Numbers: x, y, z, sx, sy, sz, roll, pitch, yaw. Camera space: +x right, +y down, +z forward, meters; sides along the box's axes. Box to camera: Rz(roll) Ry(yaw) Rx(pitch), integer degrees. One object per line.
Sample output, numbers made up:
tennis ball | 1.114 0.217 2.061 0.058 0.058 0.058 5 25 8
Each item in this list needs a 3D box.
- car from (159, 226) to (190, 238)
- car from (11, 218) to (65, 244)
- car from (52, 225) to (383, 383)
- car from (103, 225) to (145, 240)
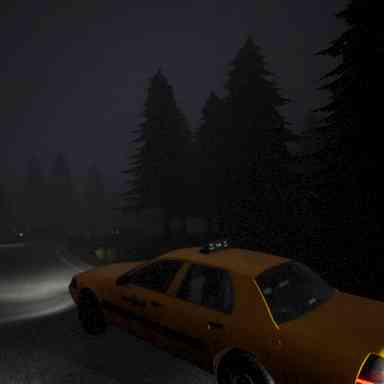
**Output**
car | -2.308 5.543 46.279 1.882 1.535 5.008 -5 -8 30
car | -12.731 3.229 28.187 2.150 2.045 5.566 -4 -7 7
car | 0.125 1.441 4.751 5.366 1.575 1.801 0 1 43
car | -7.433 4.510 36.974 2.033 1.411 5.357 -4 -8 20
